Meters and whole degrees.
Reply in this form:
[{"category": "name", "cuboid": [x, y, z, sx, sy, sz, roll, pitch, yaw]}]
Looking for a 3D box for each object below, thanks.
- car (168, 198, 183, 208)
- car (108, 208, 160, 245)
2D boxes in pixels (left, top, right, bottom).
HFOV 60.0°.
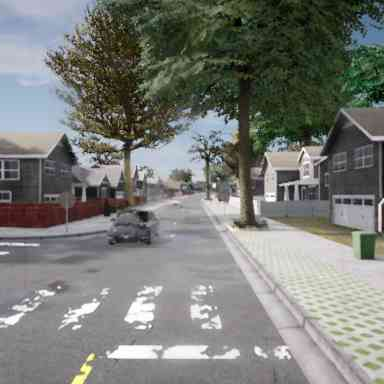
[{"category": "car", "cuboid": [-2.398, 1.561, 48.700, 1.812, 1.442, 4.674, 0, 0, 0]}, {"category": "car", "cuboid": [-2.643, 1.592, 15.908, 1.837, 1.490, 4.892, 0, 0, 0]}]
